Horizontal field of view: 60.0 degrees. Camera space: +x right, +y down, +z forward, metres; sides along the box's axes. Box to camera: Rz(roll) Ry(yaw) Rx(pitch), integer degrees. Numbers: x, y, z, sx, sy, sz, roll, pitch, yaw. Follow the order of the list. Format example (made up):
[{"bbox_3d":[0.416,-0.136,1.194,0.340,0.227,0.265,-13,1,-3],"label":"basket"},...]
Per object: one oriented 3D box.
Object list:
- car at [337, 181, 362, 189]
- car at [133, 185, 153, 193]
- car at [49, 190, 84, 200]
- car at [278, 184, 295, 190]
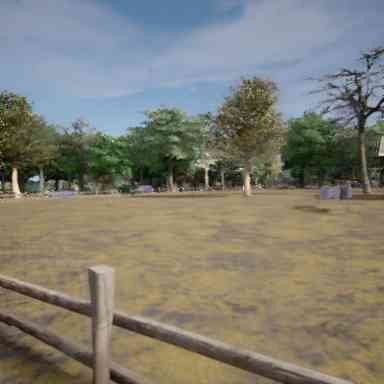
[{"bbox_3d":[38.244,-1.760,80.878,5.566,2.045,2.150,-1,0,35],"label":"car"},{"bbox_3d":[-10.374,-0.639,70.994,2.097,1.767,4.553,-3,0,35],"label":"car"},{"bbox_3d":[-19.559,0.410,52.032,2.033,1.411,5.357,-3,0,35],"label":"car"},{"bbox_3d":[25.516,-1.435,89.947,4.553,1.767,2.097,-1,-1,35],"label":"car"}]
